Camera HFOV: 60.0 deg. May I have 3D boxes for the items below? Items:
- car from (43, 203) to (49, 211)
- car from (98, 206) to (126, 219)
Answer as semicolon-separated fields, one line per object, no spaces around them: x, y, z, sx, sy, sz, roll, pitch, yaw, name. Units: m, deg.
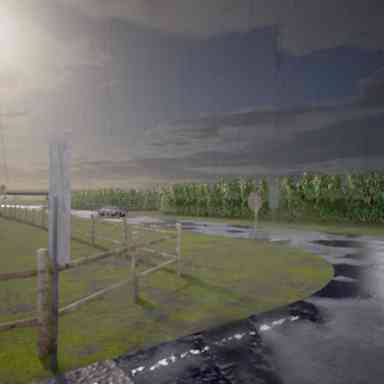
-26.011;2.717;61.204;1.994;1.385;4.181;1;-2;-35;car
-8.913;2.202;36.832;1.994;1.385;4.181;1;-1;-35;car
